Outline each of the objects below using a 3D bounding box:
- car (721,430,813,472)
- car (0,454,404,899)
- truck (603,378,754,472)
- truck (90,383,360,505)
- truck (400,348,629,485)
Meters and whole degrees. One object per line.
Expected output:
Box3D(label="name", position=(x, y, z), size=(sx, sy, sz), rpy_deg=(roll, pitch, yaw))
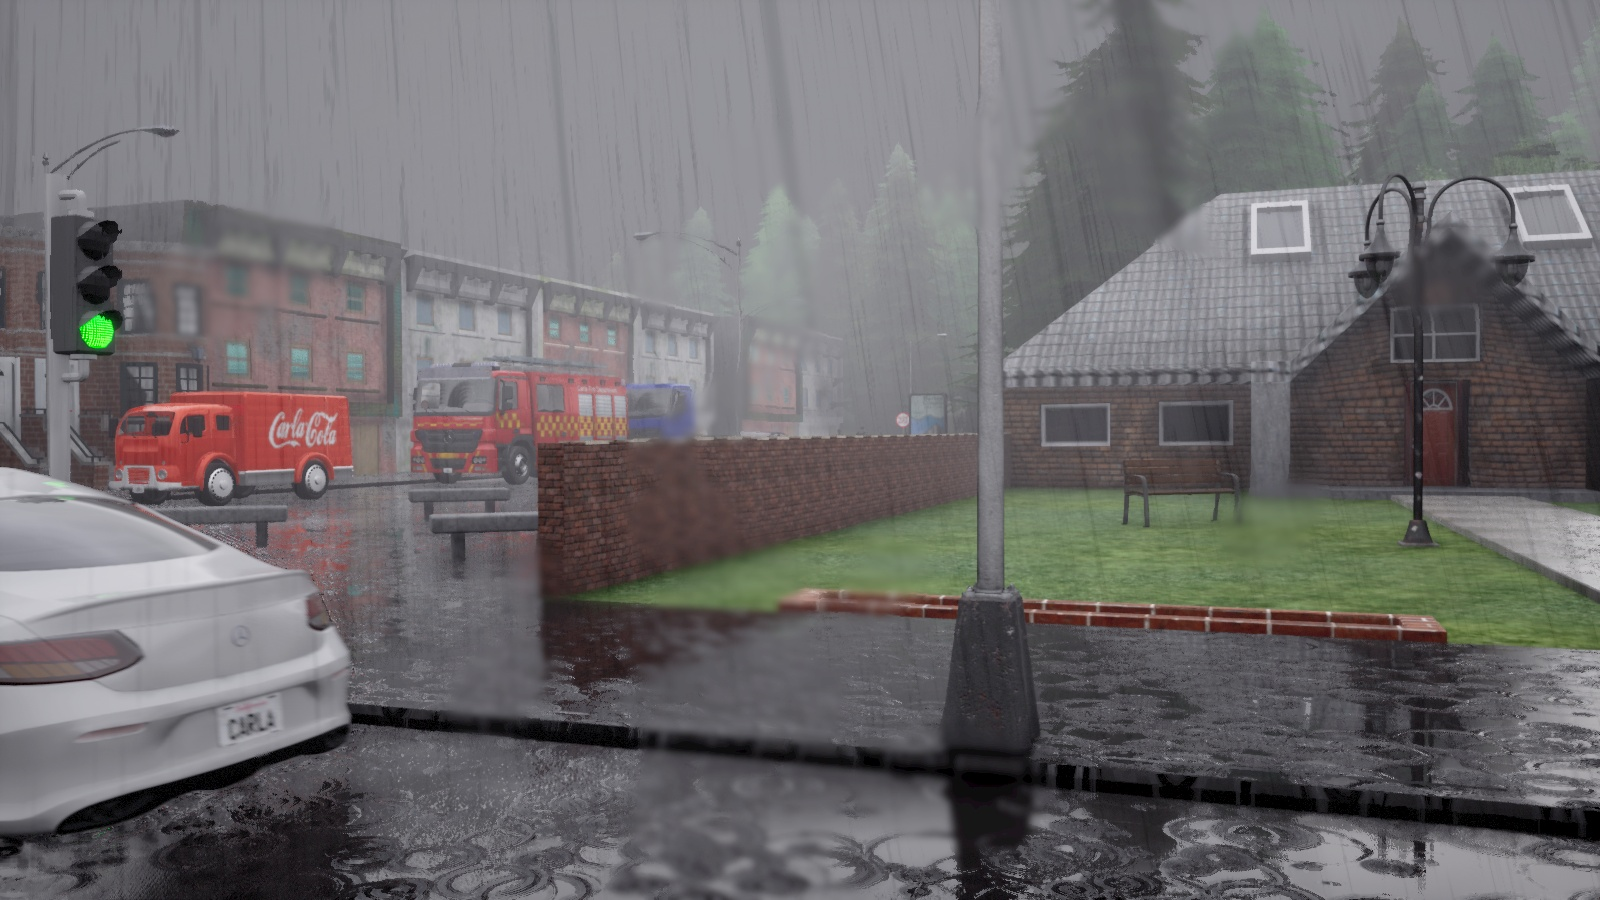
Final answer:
Box3D(label="car", position=(-1.206, -0.005, 48.332), size=(2.007, 1.525, 4.514), rpy_deg=(1, 1, 20))
Box3D(label="car", position=(-4.179, 0.752, 5.295), size=(4.674, 1.442, 1.812), rpy_deg=(1, 1, 21))
Box3D(label="truck", position=(-4.695, -0.980, 50.418), size=(2.891, 3.462, 7.936), rpy_deg=(1, 1, 20))
Box3D(label="truck", position=(-12.732, -0.161, 28.262), size=(2.627, 2.467, 5.204), rpy_deg=(1, 1, 20))
Box3D(label="truck", position=(-8.667, -1.003, 39.476), size=(2.891, 3.827, 8.468), rpy_deg=(1, 1, 20))
